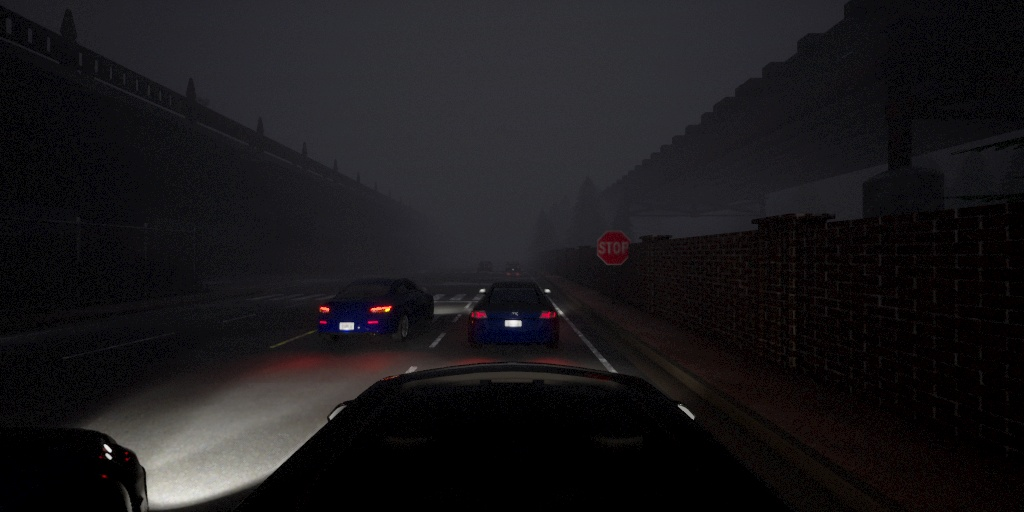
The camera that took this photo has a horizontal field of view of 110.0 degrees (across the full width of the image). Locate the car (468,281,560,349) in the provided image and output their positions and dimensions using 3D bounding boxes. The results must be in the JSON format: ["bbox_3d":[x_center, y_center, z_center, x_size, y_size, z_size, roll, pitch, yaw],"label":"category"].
[{"bbox_3d":[0.070,1.317,9.170,1.994,1.385,4.181,0,0,1],"label":"car"}]

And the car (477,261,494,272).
[{"bbox_3d":[-3.391,1.315,45.830,2.033,1.411,5.357,0,0,-1],"label":"car"}]

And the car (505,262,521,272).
[{"bbox_3d":[0.104,1.368,45.988,1.895,1.301,4.718,0,0,-1],"label":"car"}]

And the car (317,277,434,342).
[{"bbox_3d":[-3.411,1.279,9.692,1.812,1.442,4.674,0,0,0],"label":"car"}]

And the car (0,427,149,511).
[{"bbox_3d":[-3.398,1.313,0.597,1.994,1.385,4.181,0,0,0],"label":"car"}]
